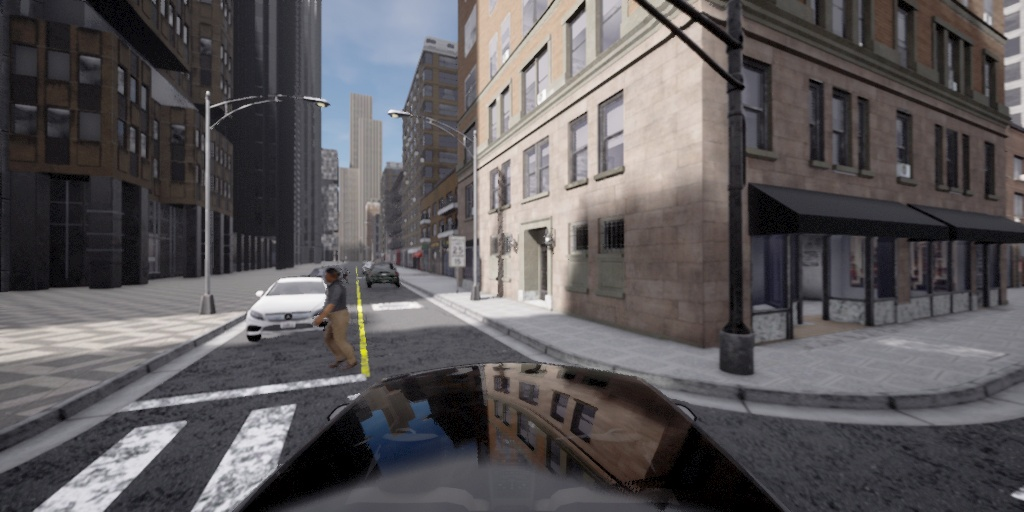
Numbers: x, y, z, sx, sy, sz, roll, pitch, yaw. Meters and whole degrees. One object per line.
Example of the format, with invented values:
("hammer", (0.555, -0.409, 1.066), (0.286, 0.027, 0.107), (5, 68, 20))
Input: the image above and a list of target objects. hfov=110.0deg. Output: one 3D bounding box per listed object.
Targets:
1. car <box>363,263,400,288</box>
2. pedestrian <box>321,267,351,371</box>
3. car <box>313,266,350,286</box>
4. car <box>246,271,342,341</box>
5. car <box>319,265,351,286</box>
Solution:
("car", (-9.468, 1.274, 26.084), (2.097, 1.767, 4.553), (0, 0, -24))
("pedestrian", (-3.087, 1.079, 6.304), (0.375, 1.860, 0.375), (0, 0, -24))
("car", (-10.168, 1.377, 19.697), (2.128, 1.511, 4.902), (0, 0, -24))
("car", (-6.118, 1.344, 10.418), (1.812, 1.442, 4.674), (0, 0, -24))
("car", (-14.324, 1.499, 29.232), (2.033, 1.411, 5.357), (0, 0, -23))
